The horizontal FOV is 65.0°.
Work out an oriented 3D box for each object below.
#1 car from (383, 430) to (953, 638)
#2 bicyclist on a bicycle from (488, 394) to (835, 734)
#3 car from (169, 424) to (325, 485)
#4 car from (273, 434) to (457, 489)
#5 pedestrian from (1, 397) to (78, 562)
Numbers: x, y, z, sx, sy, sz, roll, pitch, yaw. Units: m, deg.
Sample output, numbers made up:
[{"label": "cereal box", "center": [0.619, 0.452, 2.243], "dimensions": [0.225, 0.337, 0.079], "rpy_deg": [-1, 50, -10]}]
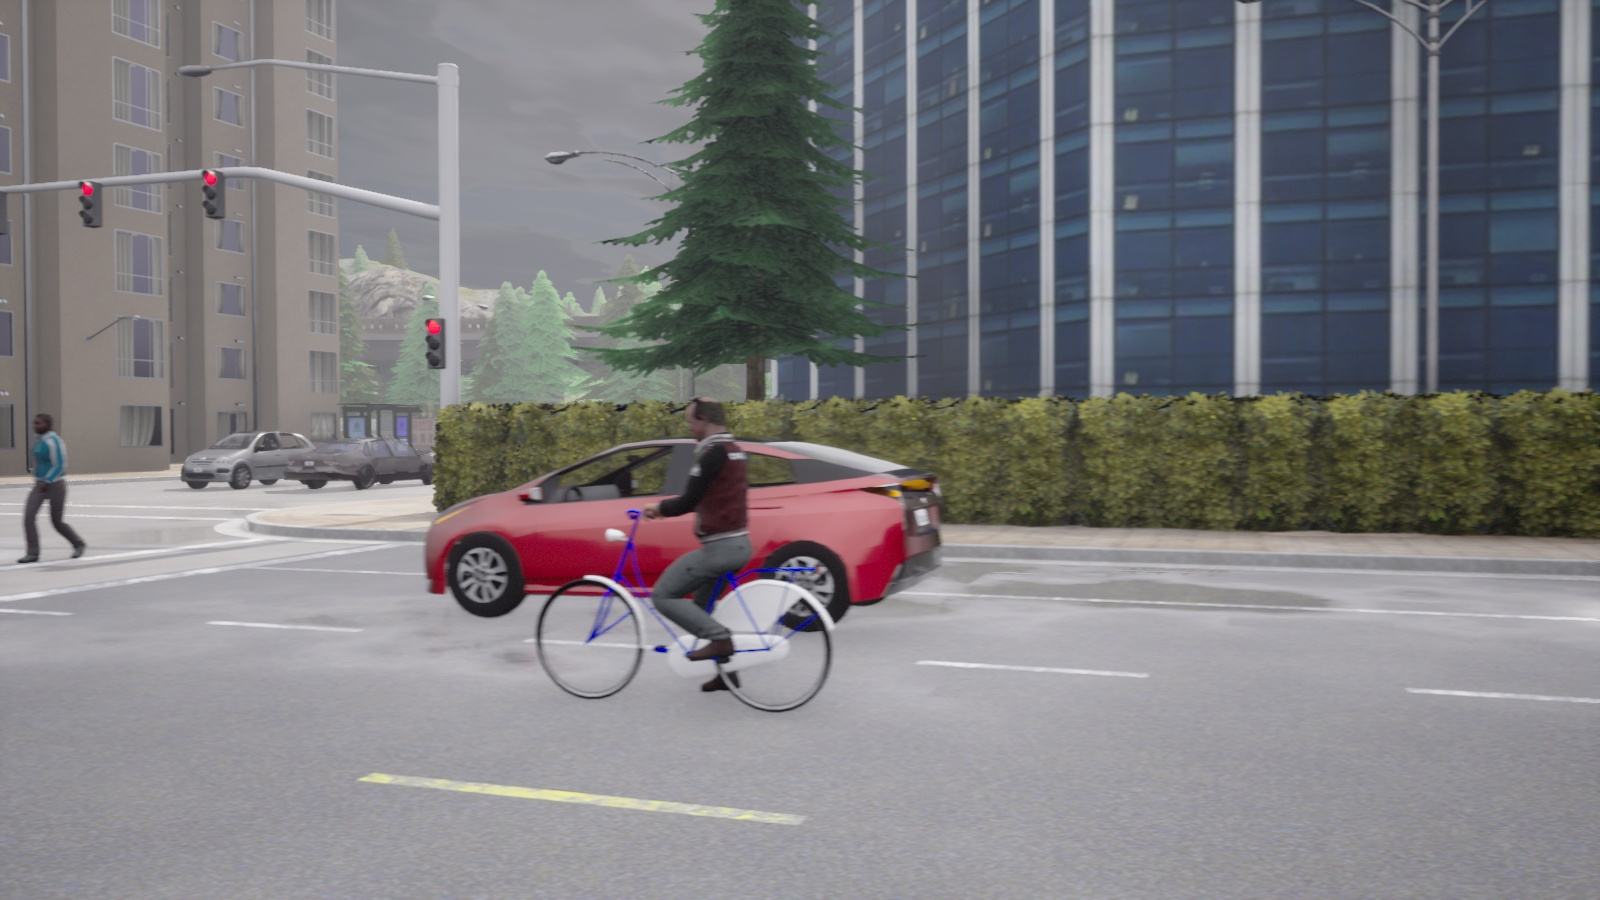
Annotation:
[{"label": "car", "center": [-1.097, 0.594, 10.947], "dimensions": [4.514, 1.525, 2.007], "rpy_deg": [1, 1, 19]}, {"label": "bicyclist on a bicycle", "center": [-0.788, 0.580, 7.150], "dimensions": [1.843, 1.776, 0.659], "rpy_deg": [1, 1, 19]}, {"label": "car", "center": [-15.673, 0.092, 35.801], "dimensions": [1.851, 1.617, 3.988], "rpy_deg": [1, 1, 19]}, {"label": "car", "center": [-12.101, 0.262, 35.404], "dimensions": [2.033, 1.411, 5.357], "rpy_deg": [1, 1, 19]}, {"label": "pedestrian", "center": [-9.114, 0.338, 15.071], "dimensions": [0.396, 1.930, 0.692], "rpy_deg": [0, 1, 17]}]
